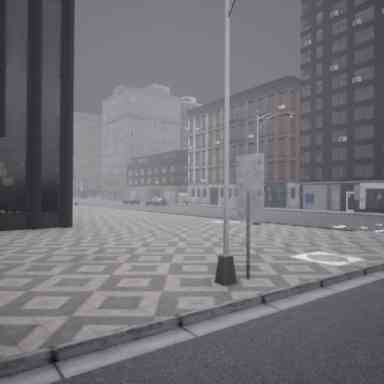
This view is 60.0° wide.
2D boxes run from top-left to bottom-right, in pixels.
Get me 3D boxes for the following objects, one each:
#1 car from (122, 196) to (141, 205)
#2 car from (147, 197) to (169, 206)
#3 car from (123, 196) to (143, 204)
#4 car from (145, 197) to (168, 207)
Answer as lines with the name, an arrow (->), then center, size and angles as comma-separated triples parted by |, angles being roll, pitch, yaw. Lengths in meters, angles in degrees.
car -> -11.380, 1.706, 61.793 | 1.895, 1.301, 4.718 | 1, 0, -36
car -> -6.247, 1.630, 60.380 | 1.837, 1.490, 4.892 | 1, 0, -36
car -> -12.307, 1.631, 68.840 | 2.128, 1.511, 4.902 | 1, 0, -36
car -> -5.935, 1.617, 54.250 | 1.812, 1.442, 4.674 | 1, 0, -36
